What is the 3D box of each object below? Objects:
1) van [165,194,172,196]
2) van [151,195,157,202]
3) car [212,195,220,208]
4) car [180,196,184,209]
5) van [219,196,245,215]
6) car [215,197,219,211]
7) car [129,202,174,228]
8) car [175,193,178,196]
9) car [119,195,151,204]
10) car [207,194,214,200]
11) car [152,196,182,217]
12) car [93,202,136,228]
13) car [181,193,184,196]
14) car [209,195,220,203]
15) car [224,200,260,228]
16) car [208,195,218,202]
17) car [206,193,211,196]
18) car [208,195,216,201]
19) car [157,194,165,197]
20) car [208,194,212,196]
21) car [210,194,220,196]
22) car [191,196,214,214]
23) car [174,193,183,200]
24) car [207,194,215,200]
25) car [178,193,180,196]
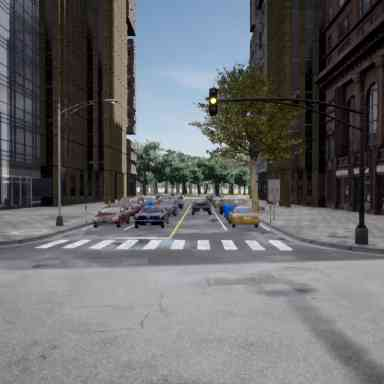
[{"bbox_3d":[-4.382,1.245,56.037,1.690,1.788,3.998,0,0,1],"label":"van"},{"bbox_3d":[-4.931,1.302,33.325,1.690,1.788,3.998,-1,0,1],"label":"van"},{"bbox_3d":[3.873,1.460,44.653,1.752,1.417,4.829,-1,0,1],"label":"car"},{"bbox_3d":[-2.034,1.543,41.969,1.895,1.301,4.718,0,0,2],"label":"car"},{"bbox_3d":[3.455,1.312,27.449,1.690,1.788,3.998,-1,0,1],"label":"van"},{"bbox_3d":[3.595,1.527,33.127,1.947,1.339,4.313,-1,0,1],"label":"car"},{"bbox_3d":[-2.529,1.581,21.901,1.895,1.301,4.718,0,0,1],"label":"car"},{"bbox_3d":[-4.244,1.328,61.715,1.967,1.590,4.097,0,0,1],"label":"car"},{"bbox_3d":[-5.068,1.286,27.647,2.192,1.841,5.009,-1,0,1],"label":"car"},{"bbox_3d":[4.965,1.368,89.902,1.947,1.339,4.313,0,0,1],"label":"car"},{"bbox_3d":[-2.299,1.468,31.236,1.837,1.490,4.892,0,1,2],"label":"car"},{"bbox_3d":[-5.202,1.562,21.968,1.802,1.307,4.206,-1,0,1],"label":"car"},{"bbox_3d":[-3.695,1.365,84.427,1.887,1.381,4.507,0,0,1],"label":"car"},{"bbox_3d":[4.416,1.423,67.193,2.008,1.369,4.403,-1,0,1],"label":"car"},{"bbox_3d":[3.324,1.505,21.941,1.752,1.417,4.829,-1,0,1],"label":"car"},{"bbox_3d":[4.554,1.406,72.869,2.008,1.369,4.403,-1,0,1],"label":"car"},{"bbox_3d":[4.277,1.203,61.514,2.192,1.841,5.009,-1,0,1],"label":"car"},{"bbox_3d":[4.691,1.420,78.548,1.802,1.307,4.206,0,0,1],"label":"car"},{"bbox_3d":[-4.794,1.264,39.003,2.192,1.841,5.009,-1,0,1],"label":"car"},{"bbox_3d":[4.143,1.455,55.838,2.008,1.369,4.403,-1,0,1],"label":"car"},{"bbox_3d":[4.006,1.465,50.160,1.887,1.381,4.507,-1,0,1],"label":"car"},{"bbox_3d":[0.971,1.463,34.443,1.837,1.490,4.892,0,0,1],"label":"car"},{"bbox_3d":[-3.560,1.117,90.104,2.192,1.841,5.009,0,0,1],"label":"car"},{"bbox_3d":[4.831,1.345,84.395,1.752,1.417,4.829,0,0,1],"label":"car"},{"bbox_3d":[-4.106,1.417,67.393,1.887,1.381,4.507,0,0,1],"label":"car"}]
